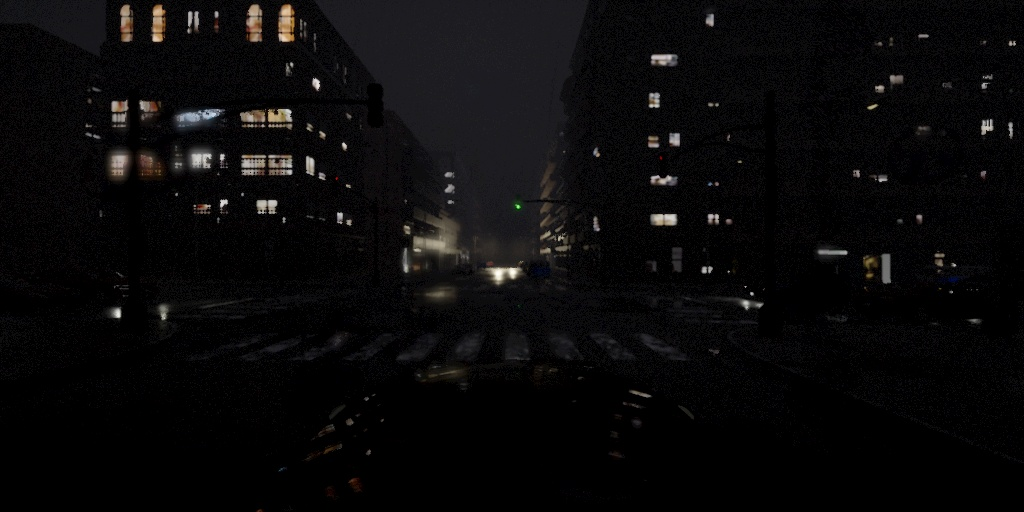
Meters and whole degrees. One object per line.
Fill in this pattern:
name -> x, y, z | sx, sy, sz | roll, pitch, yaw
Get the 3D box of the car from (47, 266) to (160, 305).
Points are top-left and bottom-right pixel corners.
car -> -17.990, 1.186, 15.253 | 5.008, 1.535, 1.882 | 1, 0, 0

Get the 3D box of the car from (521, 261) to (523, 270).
car -> 2.682, 1.693, 52.086 | 1.751, 1.417, 4.829 | 0, 0, 0

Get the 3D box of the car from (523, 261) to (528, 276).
car -> 2.726, 1.380, 40.878 | 2.192, 1.841, 5.009 | 0, 0, 0

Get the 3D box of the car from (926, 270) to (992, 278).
car -> 24.885, 1.638, 18.386 | 4.892, 1.490, 1.837 | 1, 0, 0

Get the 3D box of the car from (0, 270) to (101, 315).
car -> -17.743, 1.296, 12.665 | 4.207, 1.307, 1.802 | 0, 0, 0

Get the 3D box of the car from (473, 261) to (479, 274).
car -> -5.842, 1.682, 46.448 | 1.948, 1.339, 4.313 | 0, 0, 0

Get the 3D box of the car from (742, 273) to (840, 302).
car -> 14.976, 1.575, 18.404 | 5.357, 1.411, 2.033 | 1, 0, 0

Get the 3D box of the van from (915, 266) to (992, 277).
van -> 26.094, 1.483, 20.956 | 3.998, 1.789, 1.690 | 0, 0, 0

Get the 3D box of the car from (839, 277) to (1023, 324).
car -> 14.710, 1.578, 12.606 | 4.507, 1.381, 1.888 | 0, 0, 0

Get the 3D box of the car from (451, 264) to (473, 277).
car -> -5.841, 1.648, 40.927 | 1.802, 1.307, 4.207 | 0, 0, 0

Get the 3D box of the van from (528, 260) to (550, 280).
van -> 2.815, 1.357, 35.381 | 1.690, 1.789, 3.998 | 0, 0, 0

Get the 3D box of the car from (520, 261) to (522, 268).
car -> 2.682, 1.663, 57.438 | 1.967, 1.591, 4.097 | 0, 0, 0
